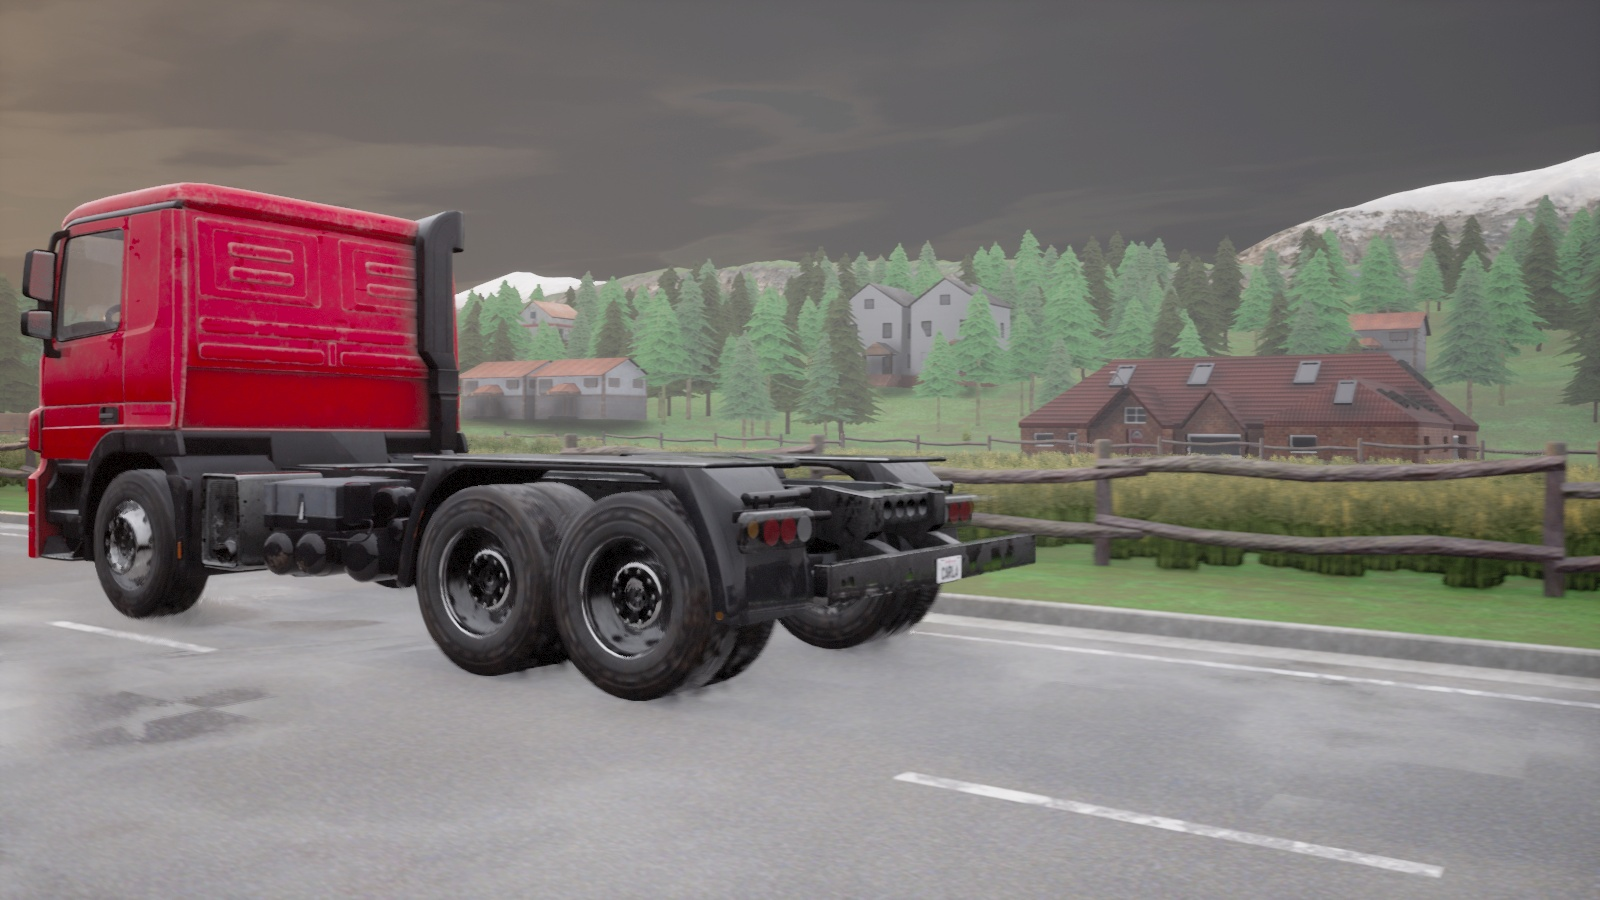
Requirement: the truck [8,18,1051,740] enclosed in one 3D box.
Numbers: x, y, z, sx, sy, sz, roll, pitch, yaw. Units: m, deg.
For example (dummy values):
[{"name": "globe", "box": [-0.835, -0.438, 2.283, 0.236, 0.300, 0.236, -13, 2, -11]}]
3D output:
[{"name": "truck", "box": [-2.432, -0.357, 9.422, 7.936, 3.462, 2.891, 0, 1, 34]}]
